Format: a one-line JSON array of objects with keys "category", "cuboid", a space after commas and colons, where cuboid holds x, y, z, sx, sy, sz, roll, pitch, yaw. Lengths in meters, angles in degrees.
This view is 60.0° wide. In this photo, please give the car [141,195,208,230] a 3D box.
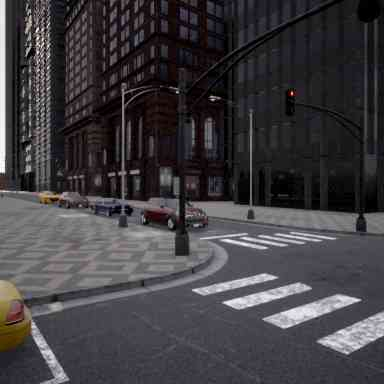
[{"category": "car", "cuboid": [-1.074, 1.072, 18.829, 2.097, 1.767, 4.553, 0, 1, -36]}]

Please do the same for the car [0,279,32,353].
[{"category": "car", "cuboid": [-4.410, 1.525, 3.503, 4.829, 1.417, 1.752, 0, 0, -35]}]

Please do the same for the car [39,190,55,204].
[{"category": "car", "cuboid": [-18.287, 0.669, 42.766, 1.882, 1.535, 5.008, 0, 1, -35]}]

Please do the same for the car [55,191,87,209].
[{"category": "car", "cuboid": [-12.213, 0.724, 34.283, 2.097, 1.767, 4.553, 0, 1, -36]}]

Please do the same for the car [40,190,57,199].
[{"category": "car", "cuboid": [-24.744, 0.467, 57.109, 1.812, 1.442, 4.674, 0, 1, -35]}]

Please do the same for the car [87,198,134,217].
[{"category": "car", "cuboid": [-6.342, 1.153, 26.133, 1.895, 1.301, 4.718, 0, 1, -36]}]
